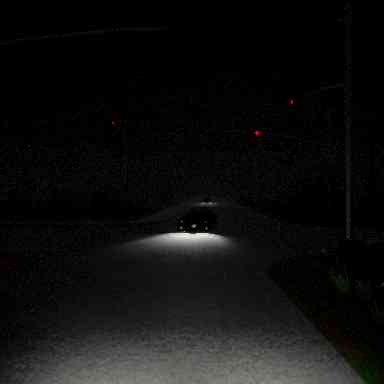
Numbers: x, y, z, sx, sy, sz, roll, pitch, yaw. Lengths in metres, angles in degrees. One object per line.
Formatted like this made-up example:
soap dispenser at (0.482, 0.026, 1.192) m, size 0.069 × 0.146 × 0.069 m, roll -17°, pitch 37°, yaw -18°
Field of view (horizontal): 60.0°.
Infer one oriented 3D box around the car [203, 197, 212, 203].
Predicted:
car at (3.217, 1.609, 70.446) m, size 1.895 × 1.301 × 4.718 m, roll 0°, pitch 0°, yaw 3°

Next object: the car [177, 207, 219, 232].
car at (0.478, 1.640, 20.099) m, size 1.994 × 1.385 × 4.181 m, roll 0°, pitch 1°, yaw 11°
